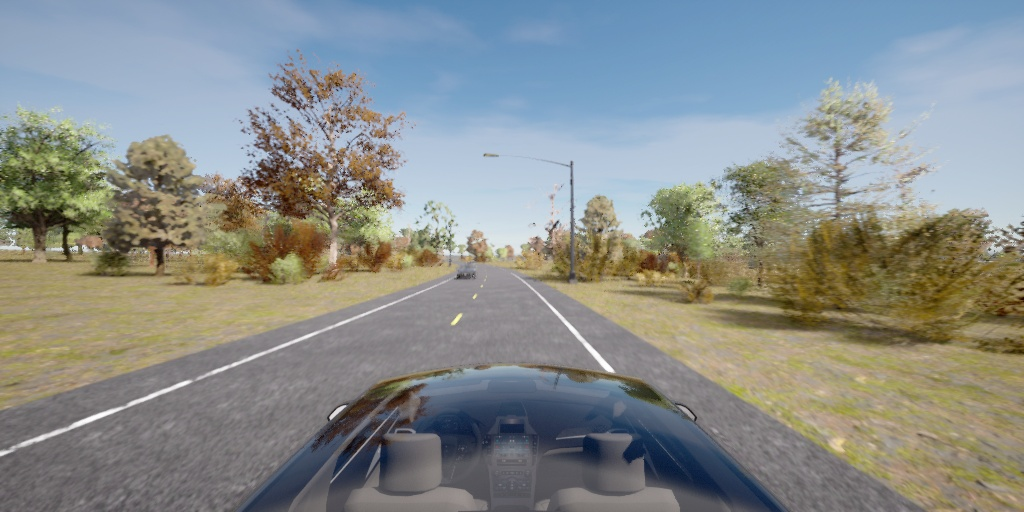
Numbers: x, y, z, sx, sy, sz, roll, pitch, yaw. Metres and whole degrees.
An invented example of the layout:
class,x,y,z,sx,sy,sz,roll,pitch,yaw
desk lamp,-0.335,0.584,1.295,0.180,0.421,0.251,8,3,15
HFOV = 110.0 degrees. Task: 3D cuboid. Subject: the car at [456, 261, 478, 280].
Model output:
class,x,y,z,sx,sy,sz,roll,pitch,yaw
car,-4.535,1.573,36.261,1.837,1.490,4.892,0,0,-3
